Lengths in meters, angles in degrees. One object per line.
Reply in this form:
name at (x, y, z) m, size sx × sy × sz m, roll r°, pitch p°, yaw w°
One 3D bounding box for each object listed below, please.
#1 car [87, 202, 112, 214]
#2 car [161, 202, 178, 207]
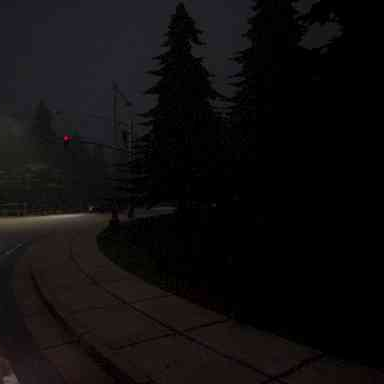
car at (-9.297, 1.491, 36.270) m, size 2.128 × 1.511 × 4.902 m, roll 0°, pitch 0°, yaw 26°
car at (-2.672, 1.352, 49.174) m, size 2.097 × 1.767 × 4.553 m, roll 0°, pitch 0°, yaw 28°
